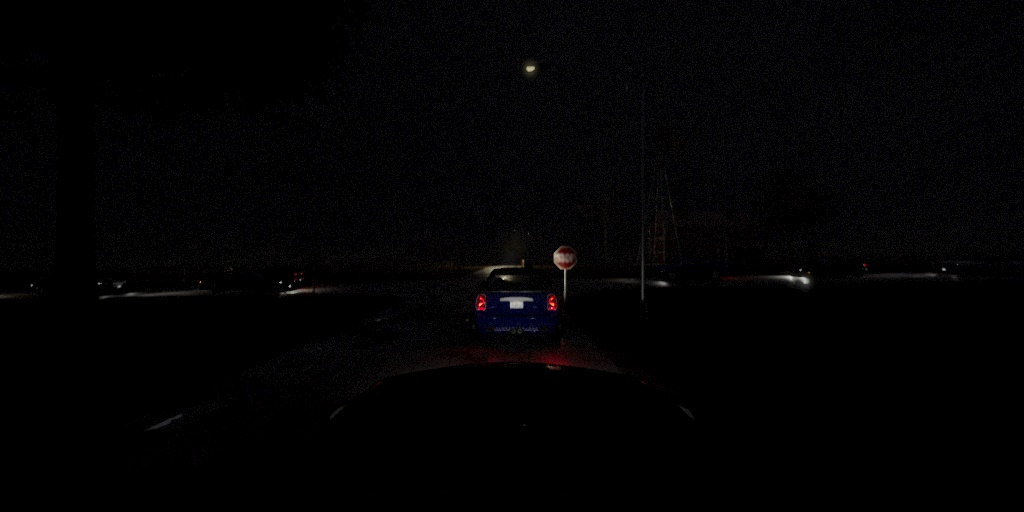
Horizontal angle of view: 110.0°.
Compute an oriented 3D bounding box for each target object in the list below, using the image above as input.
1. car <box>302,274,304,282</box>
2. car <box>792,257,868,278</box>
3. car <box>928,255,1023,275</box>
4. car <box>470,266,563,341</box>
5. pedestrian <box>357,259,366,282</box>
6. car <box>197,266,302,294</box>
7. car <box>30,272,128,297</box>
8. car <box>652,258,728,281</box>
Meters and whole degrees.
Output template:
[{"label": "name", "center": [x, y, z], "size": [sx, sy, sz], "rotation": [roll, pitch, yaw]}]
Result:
[{"label": "car", "center": [-17.580, 1.498, 25.719], "size": [4.892, 1.490, 1.837], "rotation": [-1, 1, 2]}, {"label": "car", "center": [22.612, 0.778, 25.601], "size": [4.181, 1.385, 1.994], "rotation": [-1, 1, 0]}, {"label": "car", "center": [32.994, 0.602, 25.539], "size": [4.718, 1.301, 1.895], "rotation": [-1, 1, 1]}, {"label": "car", "center": [0.103, 1.084, 9.978], "size": [2.097, 1.767, 4.553], "rotation": [0, 0, 0]}, {"label": "pedestrian", "center": [-12.145, 1.151, 28.818], "size": [0.375, 1.860, 0.375], "rotation": [0, 2, 0]}, {"label": "car", "center": [-16.834, 1.583, 22.879], "size": [5.357, 1.411, 2.033], "rotation": [-1, 1, 0]}, {"label": "car", "center": [-27.570, 1.724, 22.939], "size": [4.902, 1.511, 2.128], "rotation": [-1, 1, 0]}, {"label": "car", "center": [12.660, 0.890, 25.652], "size": [5.008, 1.535, 1.882], "rotation": [-1, 1, 0]}]
